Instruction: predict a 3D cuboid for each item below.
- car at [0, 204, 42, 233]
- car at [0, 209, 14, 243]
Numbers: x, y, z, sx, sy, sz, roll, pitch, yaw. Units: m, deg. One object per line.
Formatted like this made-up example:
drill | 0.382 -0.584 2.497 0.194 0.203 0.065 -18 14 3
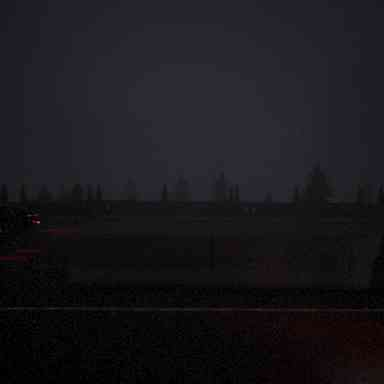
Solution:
car | -10.929 1.453 18.399 4.892 1.490 1.837 -1 0 -1
car | -9.442 1.492 11.435 5.357 1.411 2.033 -1 0 -1
